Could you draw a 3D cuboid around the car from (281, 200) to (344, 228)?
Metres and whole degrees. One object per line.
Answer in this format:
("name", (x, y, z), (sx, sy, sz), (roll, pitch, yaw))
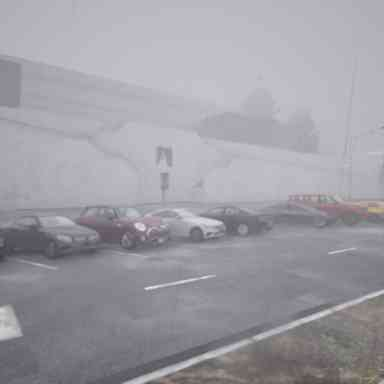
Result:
("car", (6.764, 1.446, 21.343), (4.792, 1.488, 2.163), (-1, -1, 34))

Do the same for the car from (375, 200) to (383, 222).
("car", (11.780, 1.381, 24.737), (5.366, 1.575, 1.946), (-1, -1, 35))

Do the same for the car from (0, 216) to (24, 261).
("car", (-7.957, 1.521, 10.911), (4.792, 1.488, 2.163), (-1, -1, 35))

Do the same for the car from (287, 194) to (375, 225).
("car", (9.205, 1.150, 23.090), (5.566, 2.045, 2.435), (-1, -1, 34))

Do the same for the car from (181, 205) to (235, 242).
("car", (-0.595, 1.507, 16.131), (4.674, 1.452, 2.002), (-1, -1, 35))

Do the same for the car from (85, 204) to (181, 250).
("car", (-3.064, 1.354, 14.408), (4.553, 1.767, 2.185), (-1, -1, 35))

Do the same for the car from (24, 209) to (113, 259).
("car", (-5.480, 1.531, 12.649), (4.674, 1.452, 2.002), (-1, -1, 35))

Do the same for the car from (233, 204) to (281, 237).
("car", (1.854, 1.452, 17.865), (5.008, 1.535, 2.097), (-1, 0, 35))
